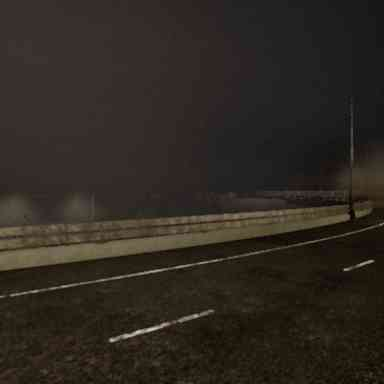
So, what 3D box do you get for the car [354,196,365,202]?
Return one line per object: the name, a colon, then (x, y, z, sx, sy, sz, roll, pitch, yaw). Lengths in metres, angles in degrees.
car: (39.665, 1.735, 78.035, 1.837, 1.490, 4.892, 0, 0, 7)
